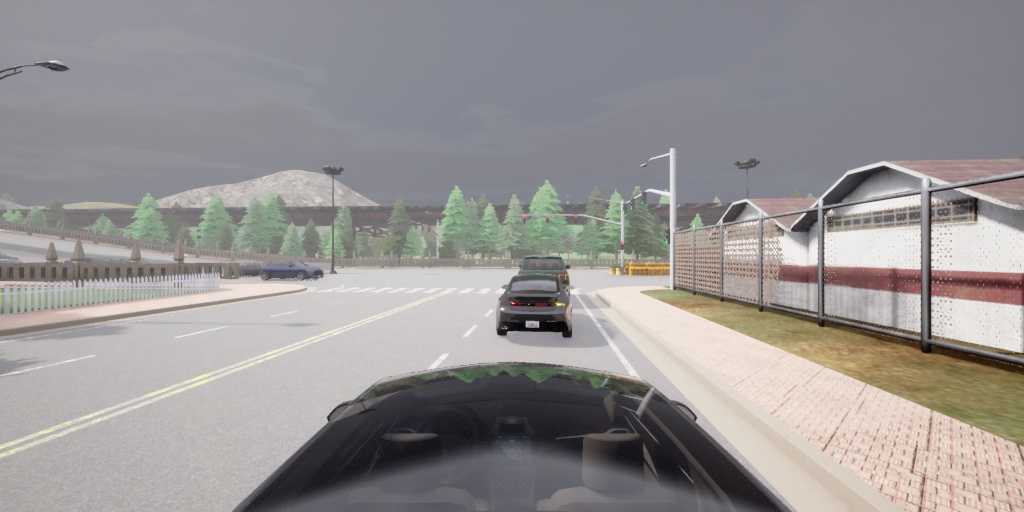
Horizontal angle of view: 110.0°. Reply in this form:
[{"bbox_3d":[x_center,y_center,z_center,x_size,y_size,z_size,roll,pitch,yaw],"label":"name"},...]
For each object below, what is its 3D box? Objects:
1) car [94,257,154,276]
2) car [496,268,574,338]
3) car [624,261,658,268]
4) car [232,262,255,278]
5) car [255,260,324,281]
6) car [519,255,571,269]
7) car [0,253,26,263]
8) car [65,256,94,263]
[{"bbox_3d":[-32.123,1.029,30.610,4.553,1.767,2.097,1,0,4],"label":"car"},{"bbox_3d":[0.706,1.255,10.289,1.837,1.490,4.892,0,0,6],"label":"car"},{"bbox_3d":[15.786,1.351,41.499,4.718,1.301,1.895,0,0,4],"label":"car"},{"bbox_3d":[-23.395,1.290,33.502,5.357,1.411,2.033,0,0,4],"label":"car"},{"bbox_3d":[-18.076,1.102,29.623,4.553,1.767,2.097,0,0,4],"label":"car"},{"bbox_3d":[1.467,0.971,16.300,2.150,2.045,5.566,0,0,7],"label":"car"},{"bbox_3d":[-45.750,0.468,31.614,4.892,1.490,1.837,4,0,4],"label":"car"},{"bbox_3d":[-40.346,0.832,34.716,4.892,1.490,1.837,3,0,4],"label":"car"}]
